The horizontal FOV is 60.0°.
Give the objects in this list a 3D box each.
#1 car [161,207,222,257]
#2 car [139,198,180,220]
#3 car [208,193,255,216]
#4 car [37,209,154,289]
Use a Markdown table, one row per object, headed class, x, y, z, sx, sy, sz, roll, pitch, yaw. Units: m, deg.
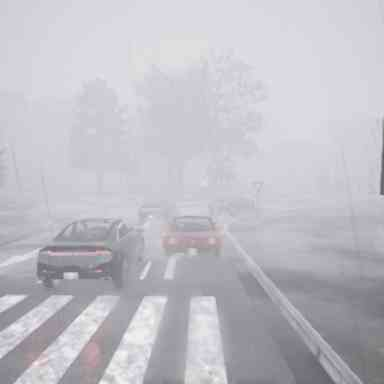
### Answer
| class | x | y | z | sx | sy | sz | roll | pitch | yaw |
| --- | --- | --- | --- | --- | --- | --- | --- | --- | --- |
| car | 0.034 | 1.517 | 12.669 | 1.895 | 1.301 | 4.718 | 0 | 1 | 0 |
| car | -1.951 | 1.101 | 21.111 | 2.128 | 1.511 | 4.902 | 0 | 2 | 9 |
| car | 3.090 | 0.842 | 25.152 | 2.128 | 1.511 | 4.902 | 3 | 6 | 36 |
| car | -2.465 | 1.464 | 9.146 | 2.128 | 1.511 | 4.902 | 0 | 0 | 0 |
